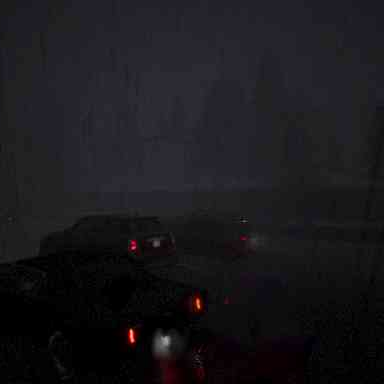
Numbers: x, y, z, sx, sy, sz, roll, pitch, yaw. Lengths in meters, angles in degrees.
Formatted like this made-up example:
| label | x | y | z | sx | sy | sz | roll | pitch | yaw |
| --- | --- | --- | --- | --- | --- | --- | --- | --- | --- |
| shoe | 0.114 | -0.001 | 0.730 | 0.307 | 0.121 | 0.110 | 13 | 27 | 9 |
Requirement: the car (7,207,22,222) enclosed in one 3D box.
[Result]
| label | x | y | z | sx | sy | sz | roll | pitch | yaw |
| --- | --- | --- | --- | --- | --- | --- | --- | --- | --- |
| car | -16.920 | 1.963 | 28.948 | 4.718 | 1.301 | 1.895 | -1 | 0 | 35 |

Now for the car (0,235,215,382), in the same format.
| label | x | y | z | sx | sy | sz | roll | pitch | yaw |
| --- | --- | --- | --- | --- | --- | --- | --- | --- | --- |
| car | -2.161 | 1.659 | 5.532 | 4.718 | 1.301 | 1.895 | -1 | 0 | 35 |

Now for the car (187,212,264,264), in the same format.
| label | x | y | z | sx | sy | sz | roll | pitch | yaw |
| --- | --- | --- | --- | --- | --- | --- | --- | --- | --- |
| car | 0.474 | 1.643 | 12.250 | 4.181 | 1.385 | 1.994 | -1 | 0 | 35 |

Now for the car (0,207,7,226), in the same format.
| label | x | y | z | sx | sy | sz | roll | pitch | yaw |
| --- | --- | --- | --- | --- | --- | --- | --- | --- | --- |
| car | -15.286 | 1.872 | 23.484 | 4.181 | 1.385 | 1.994 | -1 | 0 | 35 |

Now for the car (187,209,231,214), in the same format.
| label | x | y | z | sx | sy | sz | roll | pitch | yaw |
| --- | --- | --- | --- | --- | --- | --- | --- | --- | --- |
| car | 0.347 | 1.603 | 16.637 | 4.902 | 1.511 | 2.128 | -1 | 0 | 35 |

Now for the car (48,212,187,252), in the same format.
| label | x | y | z | sx | sy | sz | roll | pitch | yaw |
| --- | --- | --- | --- | --- | --- | --- | --- | --- | --- |
| car | -2.678 | 1.446 | 10.199 | 4.553 | 1.767 | 2.097 | -1 | -1 | 35 |
